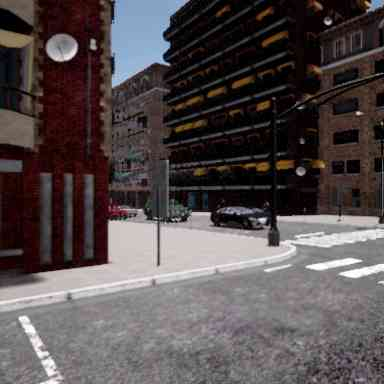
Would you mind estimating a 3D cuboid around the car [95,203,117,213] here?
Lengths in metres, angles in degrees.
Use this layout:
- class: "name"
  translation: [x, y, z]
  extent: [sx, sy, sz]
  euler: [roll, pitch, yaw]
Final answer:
- class: "car"
  translation: [-13.843, 2.485, 53.392]
  extent: [1.812, 1.442, 4.674]
  euler: [0, -1, -35]

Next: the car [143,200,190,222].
- class: "car"
  translation: [-2.464, 1.754, 32.257]
  extent: [2.150, 2.045, 5.566]
  euler: [0, -1, -36]

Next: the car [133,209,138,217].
- class: "car"
  translation: [-8.291, 2.311, 40.291]
  extent: [1.895, 1.301, 4.718]
  euler: [0, -1, -36]

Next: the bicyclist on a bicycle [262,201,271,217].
- class: "bicyclist on a bicycle"
  translation: [7.505, 1.748, 33.381]
  extent: [1.656, 1.620, 0.582]
  euler: [0, -1, -36]

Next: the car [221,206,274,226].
- class: "car"
  translation: [4.556, 1.960, 27.987]
  extent: [1.994, 1.385, 4.181]
  euler: [0, -1, -36]

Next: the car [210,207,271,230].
- class: "car"
  translation: [3.336, 1.845, 24.271]
  extent: [2.128, 1.511, 4.902]
  euler: [0, -1, -36]

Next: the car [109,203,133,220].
- class: "car"
  translation: [-8.559, 2.198, 36.216]
  extent: [1.887, 1.381, 4.507]
  euler: [-1, 0, -36]

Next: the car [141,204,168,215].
- class: "car"
  translation: [-5.171, 2.342, 45.753]
  extent: [1.802, 1.307, 4.206]
  euler: [-1, 0, -36]
